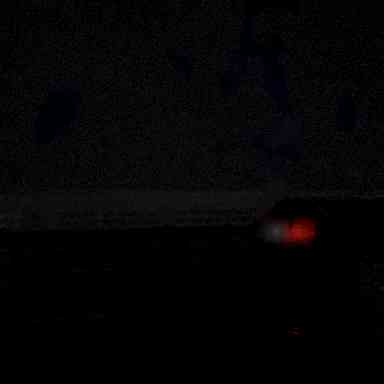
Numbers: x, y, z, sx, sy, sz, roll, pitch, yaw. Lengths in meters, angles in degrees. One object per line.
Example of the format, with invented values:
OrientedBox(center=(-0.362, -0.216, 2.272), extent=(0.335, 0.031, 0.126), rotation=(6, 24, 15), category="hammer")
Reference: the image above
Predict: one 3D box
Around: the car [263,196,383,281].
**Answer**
OrientedBox(center=(4.768, 1.138, 9.550), extent=(5.566, 2.045, 2.150), rotation=(0, 1, -18), category="car")
